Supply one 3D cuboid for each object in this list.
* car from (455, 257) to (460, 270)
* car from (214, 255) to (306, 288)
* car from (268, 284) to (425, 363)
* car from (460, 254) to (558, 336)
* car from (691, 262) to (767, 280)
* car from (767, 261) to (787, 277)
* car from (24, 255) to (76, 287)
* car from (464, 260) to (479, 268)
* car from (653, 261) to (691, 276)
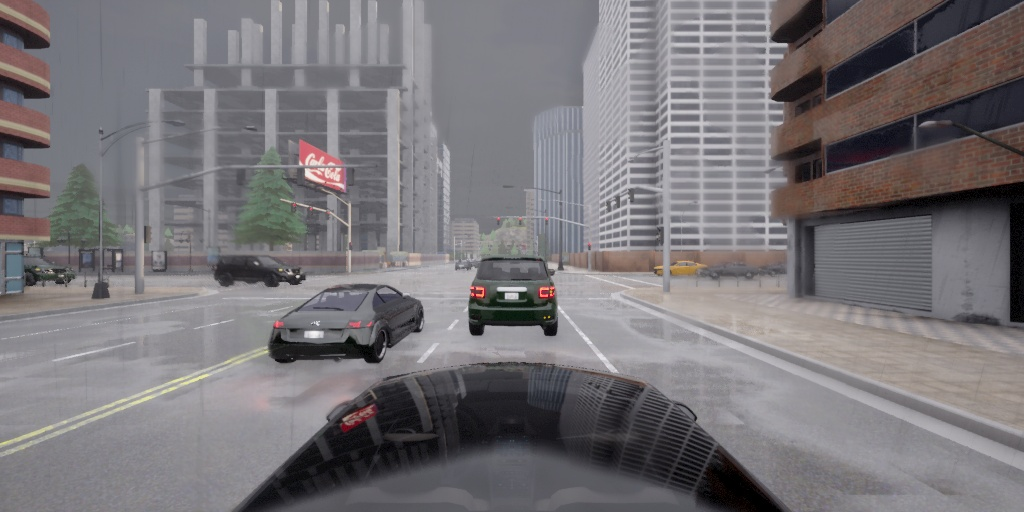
[{"bbox_3d":[-6.838,1.241,50.685,2.128,1.511,4.902,0,0,0],"label":"car"},{"bbox_3d":[-16.387,0.972,23.387,5.566,2.045,2.150,0,0,10],"label":"car"},{"bbox_3d":[-3.377,1.314,8.149,1.994,1.385,4.181,0,0,0],"label":"car"},{"bbox_3d":[0.099,0.971,10.537,2.150,2.045,5.566,0,0,2],"label":"car"},{"bbox_3d":[18.772,1.241,31.245,4.902,1.511,2.128,0,0,0],"label":"car"},{"bbox_3d":[26.230,1.241,34.736,4.902,1.511,2.128,0,0,0],"label":"car"},{"bbox_3d":[-32.971,0.968,24.048,5.566,2.045,2.150,0,0,0],"label":"car"},{"bbox_3d":[-6.771,1.314,59.795,1.994,1.385,4.181,0,0,1],"label":"car"},{"bbox_3d":[16.294,1.228,34.746,5.008,1.535,1.882,0,0,0],"label":"car"}]
